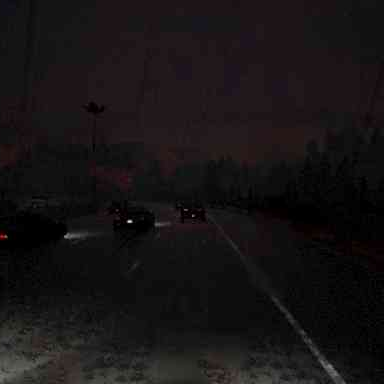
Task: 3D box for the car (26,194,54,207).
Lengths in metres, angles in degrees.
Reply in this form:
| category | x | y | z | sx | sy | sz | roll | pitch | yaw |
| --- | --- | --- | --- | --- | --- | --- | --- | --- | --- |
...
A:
| category | x | y | z | sx | sy | sz | roll | pitch | yaw |
| --- | --- | --- | --- | --- | --- | --- | --- | --- | --- |
| car | -19.106 | 1.310 | 42.128 | 2.150 | 2.045 | 5.566 | 0 | -1 | -10 |

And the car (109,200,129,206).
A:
| category | x | y | z | sx | sy | sz | roll | pitch | yaw |
| --- | --- | --- | --- | --- | --- | --- | --- | --- | --- |
| car | -7.343 | 1.543 | 34.237 | 2.128 | 1.511 | 4.902 | 0 | 0 | -4 |

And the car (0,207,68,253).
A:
| category | x | y | z | sx | sy | sz | roll | pitch | yaw |
| --- | --- | --- | --- | --- | --- | --- | --- | --- | --- |
| car | -6.897 | 1.558 | 13.609 | 2.033 | 1.411 | 5.357 | 0 | 0 | 0 |

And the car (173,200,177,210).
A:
| category | x | y | z | sx | sy | sz | roll | pitch | yaw |
| --- | --- | --- | --- | --- | --- | --- | --- | --- | --- |
| car | -1.348 | 1.674 | 42.915 | 1.895 | 1.301 | 4.718 | 0 | 0 | -9 |

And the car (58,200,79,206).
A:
| category | x | y | z | sx | sy | sz | roll | pitch | yaw |
| --- | --- | --- | --- | --- | --- | --- | --- | --- | --- |
| car | -15.588 | 1.647 | 42.123 | 1.994 | 1.385 | 4.181 | 0 | 0 | -10 |

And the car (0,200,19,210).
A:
| category | x | y | z | sx | sy | sz | roll | pitch | yaw |
| --- | --- | --- | --- | --- | --- | --- | --- | --- | --- |
| car | -22.073 | 1.623 | 38.861 | 2.033 | 1.411 | 5.357 | 0 | 0 | -8 |

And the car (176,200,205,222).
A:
| category | x | y | z | sx | sy | sz | roll | pitch | yaw |
| --- | --- | --- | --- | --- | --- | --- | --- | --- | --- |
| car | 0.038 | 1.525 | 26.732 | 2.128 | 1.511 | 4.902 | 0 | 0 | -1 |

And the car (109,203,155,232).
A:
| category | x | y | z | sx | sy | sz | roll | pitch | yaw |
| --- | --- | --- | --- | --- | --- | --- | --- | --- | --- |
| car | -3.397 | 1.585 | 20.167 | 1.994 | 1.385 | 4.181 | 0 | 0 | 0 |
